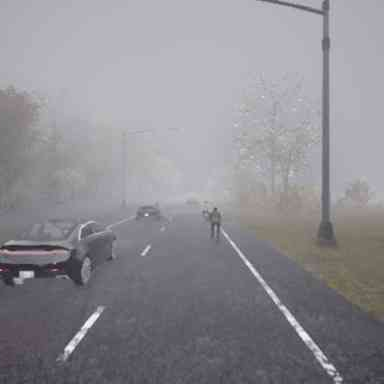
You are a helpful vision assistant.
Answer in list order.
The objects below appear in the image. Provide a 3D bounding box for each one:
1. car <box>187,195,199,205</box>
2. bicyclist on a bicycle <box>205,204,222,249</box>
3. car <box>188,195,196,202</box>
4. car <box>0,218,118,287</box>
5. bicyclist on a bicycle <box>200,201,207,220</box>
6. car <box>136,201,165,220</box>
[{"bbox_3d":[0.098,1.505,56.337,1.994,1.385,4.181,0,0,0],"label":"car"},{"bbox_3d":[0.965,1.438,13.646,0.582,1.620,1.656,0,0,0],"label":"bicyclist on a bicycle"},{"bbox_3d":[-0.001,1.448,73.708,1.812,1.442,4.674,0,0,0],"label":"car"},{"bbox_3d":[-3.400,1.481,9.272,2.128,1.511,4.902,0,0,0],"label":"car"},{"bbox_3d":[0.984,1.411,23.449,0.866,1.612,1.509,0,0,0],"label":"bicyclist on a bicycle"},{"bbox_3d":[-3.402,1.475,27.398,1.837,1.490,4.892,0,0,0],"label":"car"}]
